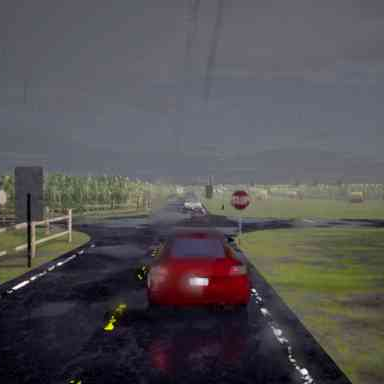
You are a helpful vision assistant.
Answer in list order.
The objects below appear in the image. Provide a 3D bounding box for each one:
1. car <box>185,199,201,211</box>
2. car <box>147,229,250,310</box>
[{"bbox_3d":[0.120,1.560,40.477,1.895,1.301,4.718,0,0,0],"label":"car"},{"bbox_3d":[0.109,1.562,7.915,1.994,1.385,4.181,0,0,0],"label":"car"}]
